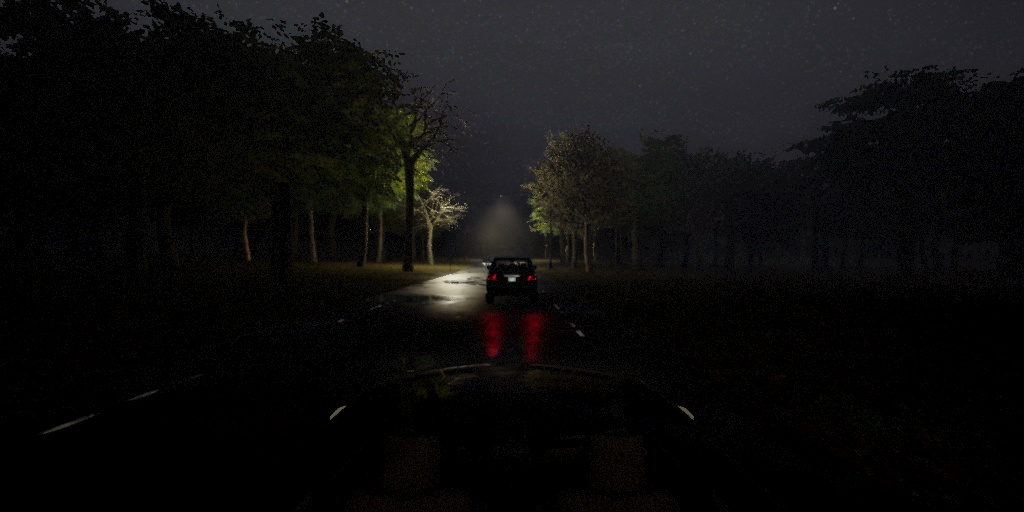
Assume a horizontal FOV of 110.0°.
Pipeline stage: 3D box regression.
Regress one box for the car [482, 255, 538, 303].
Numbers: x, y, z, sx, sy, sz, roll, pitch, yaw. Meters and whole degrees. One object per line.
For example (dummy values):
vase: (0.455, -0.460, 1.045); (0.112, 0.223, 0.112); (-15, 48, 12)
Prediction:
car: (0.000, 0.996, 16.530); (2.150, 2.045, 5.566); (0, 0, 0)
